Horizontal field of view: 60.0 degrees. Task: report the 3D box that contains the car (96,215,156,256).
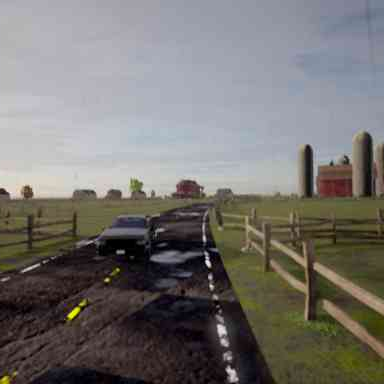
[{"bbox_3d":[-2.515,1.682,13.997,2.033,1.411,5.357,0,-1,-2],"label":"car"}]
